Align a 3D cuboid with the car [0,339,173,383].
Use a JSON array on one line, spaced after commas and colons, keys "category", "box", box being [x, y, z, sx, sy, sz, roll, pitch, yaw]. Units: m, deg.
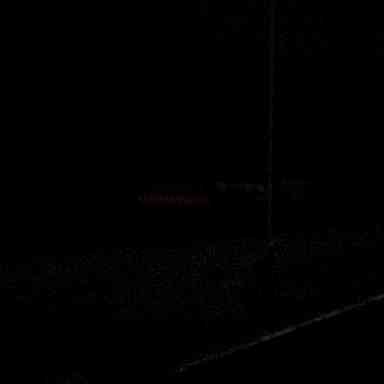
[{"category": "car", "box": [-1.918, 1.601, 1.519, 4.206, 1.307, 1.802, 1, 0, -36]}]
